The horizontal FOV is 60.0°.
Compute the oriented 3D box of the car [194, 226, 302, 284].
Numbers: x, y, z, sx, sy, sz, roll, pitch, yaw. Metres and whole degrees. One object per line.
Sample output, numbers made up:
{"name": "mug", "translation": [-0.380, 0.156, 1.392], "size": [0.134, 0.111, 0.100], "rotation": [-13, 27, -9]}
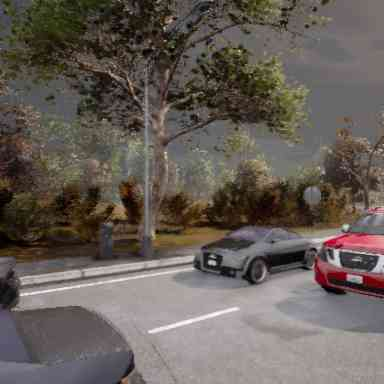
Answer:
{"name": "car", "translation": [2.072, 1.749, 10.185], "size": [4.181, 1.385, 1.994], "rotation": [2, -1, -40]}

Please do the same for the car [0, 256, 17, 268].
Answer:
{"name": "car", "translation": [-5.150, 1.545, 4.680], "size": [4.892, 1.490, 1.837], "rotation": [1, -1, -36]}

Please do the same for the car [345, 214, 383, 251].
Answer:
{"name": "car", "translation": [9.662, 1.918, 16.800], "size": [4.892, 1.490, 1.837], "rotation": [2, -2, -44]}

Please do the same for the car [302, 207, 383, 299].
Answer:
{"name": "car", "translation": [5.321, 1.405, 8.306], "size": [5.566, 2.045, 2.150], "rotation": [2, -1, -40]}

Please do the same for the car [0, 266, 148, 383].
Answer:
{"name": "car", "translation": [-2.904, 1.561, 1.950], "size": [5.357, 1.411, 2.033], "rotation": [1, -1, -36]}
